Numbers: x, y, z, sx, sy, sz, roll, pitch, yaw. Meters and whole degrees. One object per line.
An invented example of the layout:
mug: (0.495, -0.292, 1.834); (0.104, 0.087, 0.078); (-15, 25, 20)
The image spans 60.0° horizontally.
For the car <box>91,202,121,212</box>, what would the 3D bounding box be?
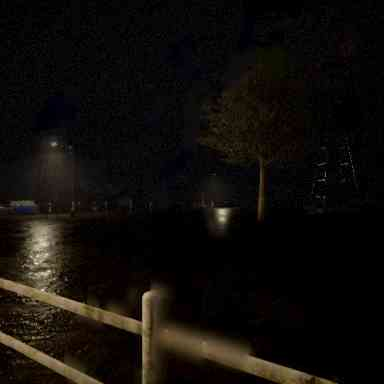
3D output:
car: (-12.313, 2.168, 47.900); (1.812, 1.442, 4.674); (-2, -2, 35)

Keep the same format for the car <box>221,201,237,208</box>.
car: (7.709, 2.628, 69.464); (1.994, 1.385, 4.181); (-2, -2, 36)

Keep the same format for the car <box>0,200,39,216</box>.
car: (-19.812, 1.778, 37.468); (2.097, 1.767, 4.553); (-2, -2, 36)

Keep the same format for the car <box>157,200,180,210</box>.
car: (-4.140, 2.236, 59.232); (2.097, 1.767, 4.553); (-2, -2, 36)
